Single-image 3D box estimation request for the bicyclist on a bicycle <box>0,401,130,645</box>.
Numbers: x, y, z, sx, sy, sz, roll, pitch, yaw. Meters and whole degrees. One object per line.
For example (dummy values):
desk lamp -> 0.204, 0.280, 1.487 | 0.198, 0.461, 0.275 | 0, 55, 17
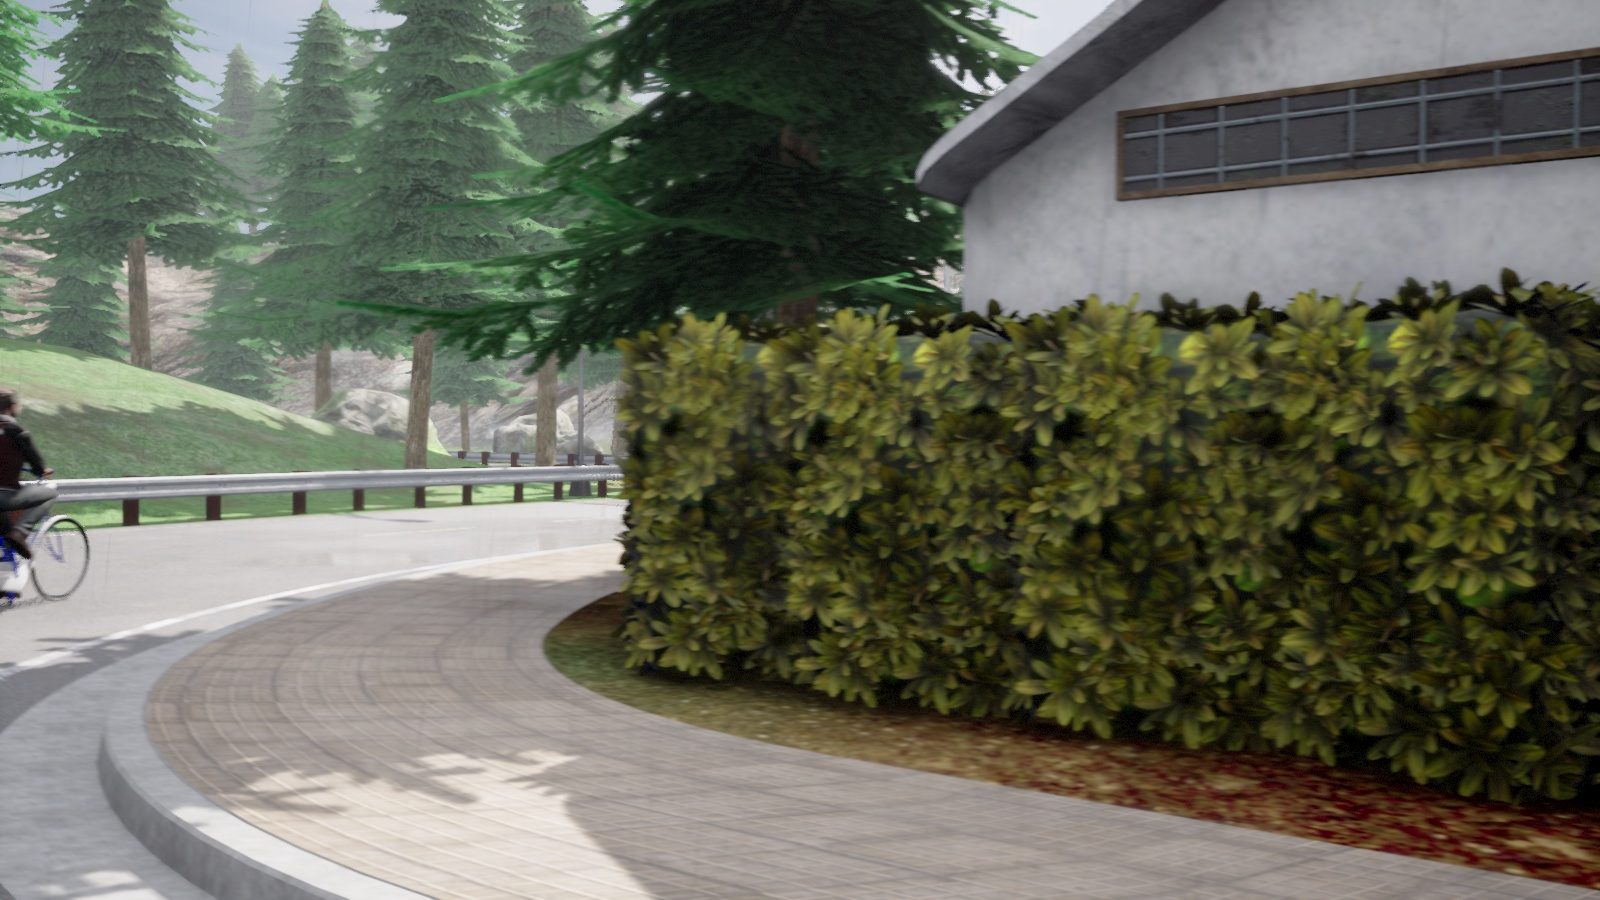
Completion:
bicyclist on a bicycle -> -6.141, 0.517, 9.940 | 0.659, 1.776, 1.843 | 1, 1, 1
